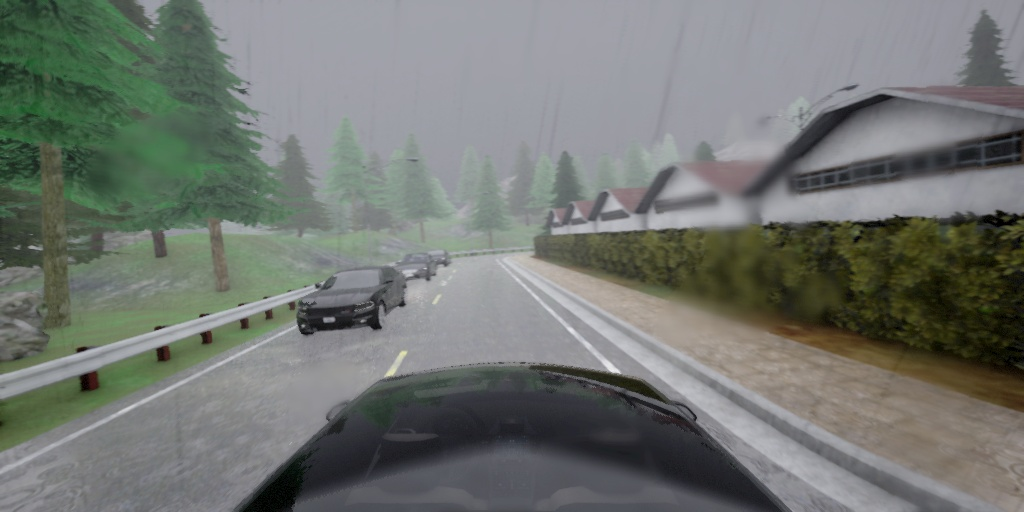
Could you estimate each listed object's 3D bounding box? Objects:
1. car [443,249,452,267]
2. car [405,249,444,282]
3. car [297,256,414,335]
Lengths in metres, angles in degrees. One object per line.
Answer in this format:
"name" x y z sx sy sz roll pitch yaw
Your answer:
"car" -6.329 0.136 30.661 1.812 1.442 4.674 -3 3 -4
"car" -5.395 0.588 20.487 2.128 1.511 4.902 -3 3 -6
"car" -4.364 1.045 10.496 1.882 1.535 5.008 -3 3 -6
